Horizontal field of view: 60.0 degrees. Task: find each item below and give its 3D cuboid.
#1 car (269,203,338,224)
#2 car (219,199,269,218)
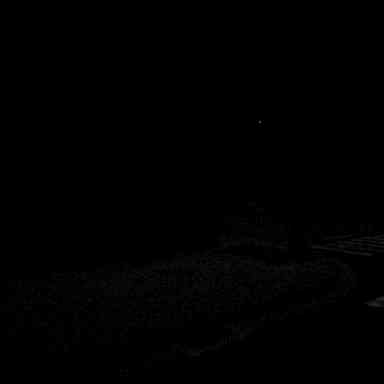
[{"bbox_3d":[8.016,1.426,23.452,2.008,1.369,4.403,0,0,-35],"label":"car"},{"bbox_3d":[4.723,1.399,28.090,1.752,1.417,4.829,0,0,-35],"label":"car"}]
